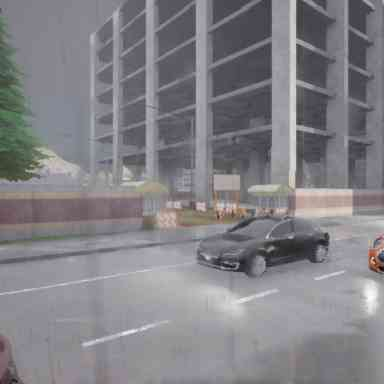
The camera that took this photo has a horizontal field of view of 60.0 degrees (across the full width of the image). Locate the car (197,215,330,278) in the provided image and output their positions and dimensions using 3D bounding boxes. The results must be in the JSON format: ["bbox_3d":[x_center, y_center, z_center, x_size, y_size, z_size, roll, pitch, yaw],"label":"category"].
[{"bbox_3d":[2.352,1.506,10.253,4.892,1.490,1.837,0,0,-38],"label":"car"}]

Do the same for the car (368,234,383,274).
[{"bbox_3d":[6.884,1.351,9.325,4.553,1.767,2.097,0,0,-38],"label":"car"}]

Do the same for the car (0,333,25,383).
[{"bbox_3d":[-3.162,1.526,1.230,4.674,1.442,1.812,0,0,-41],"label":"car"}]
